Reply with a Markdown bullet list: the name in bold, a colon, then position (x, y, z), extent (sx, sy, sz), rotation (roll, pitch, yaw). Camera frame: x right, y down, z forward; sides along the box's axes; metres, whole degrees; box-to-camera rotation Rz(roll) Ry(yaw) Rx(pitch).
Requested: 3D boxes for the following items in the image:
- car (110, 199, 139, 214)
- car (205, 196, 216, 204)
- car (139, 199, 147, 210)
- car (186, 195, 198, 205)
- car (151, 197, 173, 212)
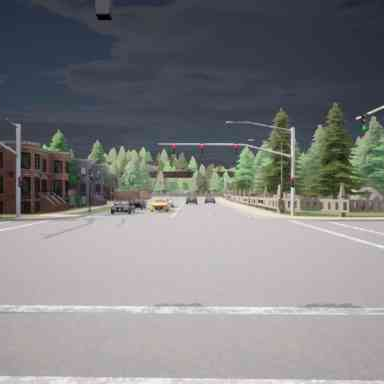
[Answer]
- **car**: position (-7.135, 1.561, 34.778), extent (1.994, 1.385, 4.181), rotation (0, 0, 0)
- **car**: position (3.531, 1.559, 65.129), extent (1.994, 1.385, 4.181), rotation (0, 0, 0)
- **car**: position (-7.133, 1.597, 43.531), extent (1.895, 1.301, 4.718), rotation (0, 0, 0)
- **car**: position (-0.064, 1.347, 60.148), extent (2.097, 1.767, 4.553), rotation (0, 0, 0)
- **car**: position (-3.635, 1.474, 38.754), extent (1.882, 1.535, 5.008), rotation (0, 0, 0)
